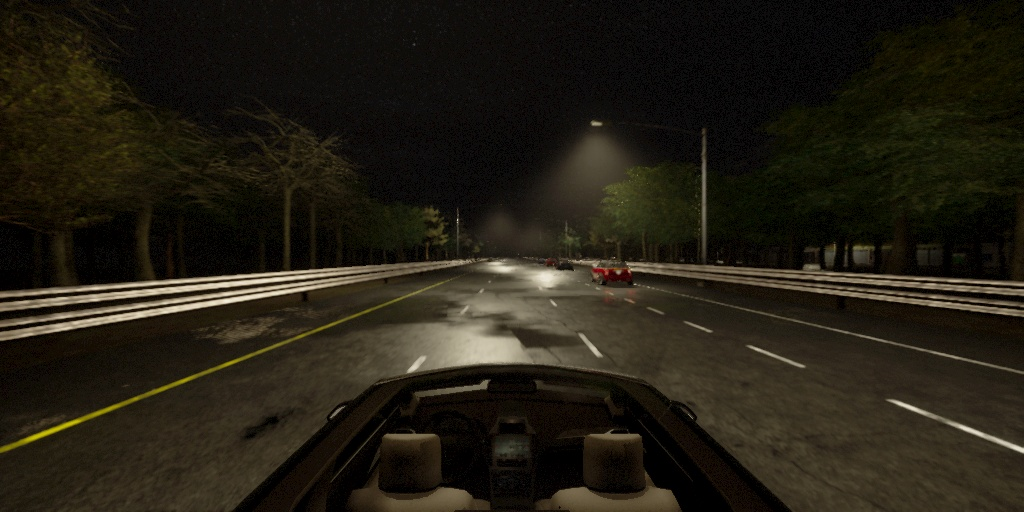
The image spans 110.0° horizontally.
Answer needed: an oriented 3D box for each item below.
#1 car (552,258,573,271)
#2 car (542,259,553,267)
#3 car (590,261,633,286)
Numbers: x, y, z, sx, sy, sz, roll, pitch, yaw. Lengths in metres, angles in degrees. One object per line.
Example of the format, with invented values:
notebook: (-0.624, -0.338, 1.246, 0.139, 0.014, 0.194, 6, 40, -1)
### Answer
car: (7.051, 1.325, 48.796, 1.994, 1.385, 4.181, 0, 0, 0)
car: (7.073, 1.242, 64.786, 1.882, 1.535, 5.008, 0, 0, 0)
car: (7.020, 1.110, 25.763, 2.097, 1.767, 4.553, 0, 0, 0)
